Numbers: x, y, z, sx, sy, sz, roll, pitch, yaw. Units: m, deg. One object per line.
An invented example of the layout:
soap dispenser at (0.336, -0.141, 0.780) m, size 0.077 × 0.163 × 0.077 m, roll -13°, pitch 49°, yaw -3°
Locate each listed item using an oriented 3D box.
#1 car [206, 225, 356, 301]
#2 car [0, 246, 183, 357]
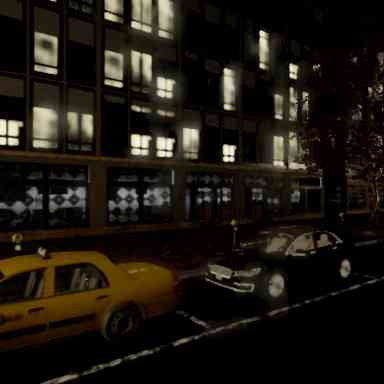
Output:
car at (2.346, 1.547, 8.231) m, size 4.403 × 1.369 × 2.008 m, roll 0°, pitch 0°, yaw -36°
car at (-2.427, 1.525, 4.825) m, size 4.829 × 1.417 × 1.752 m, roll 0°, pitch 0°, yaw -36°
